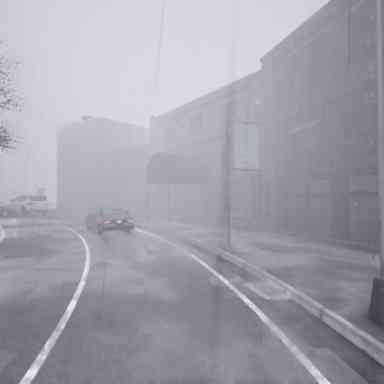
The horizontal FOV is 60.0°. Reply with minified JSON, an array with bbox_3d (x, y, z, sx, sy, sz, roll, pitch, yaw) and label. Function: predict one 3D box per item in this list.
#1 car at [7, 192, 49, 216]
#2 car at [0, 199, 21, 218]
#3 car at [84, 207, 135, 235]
[{"bbox_3d":[-16.626,1.303,33.531,5.566,2.045,2.150,-1,-1,39],"label":"car"},{"bbox_3d":[-17.384,1.567,29.682,4.674,1.442,1.812,-1,-1,43],"label":"car"},{"bbox_3d":[-4.879,1.578,19.263,2.033,1.411,5.357,0,0,-27],"label":"car"}]
